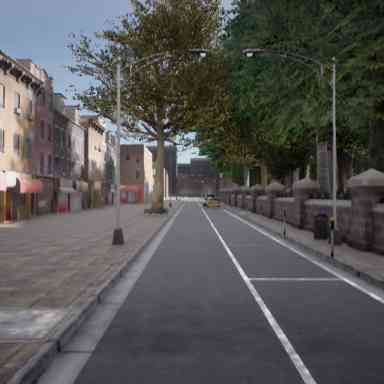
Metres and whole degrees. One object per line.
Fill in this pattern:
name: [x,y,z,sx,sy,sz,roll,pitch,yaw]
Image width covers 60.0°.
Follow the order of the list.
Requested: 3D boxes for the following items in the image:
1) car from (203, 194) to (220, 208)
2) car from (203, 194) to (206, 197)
car: [3.025,1.491,48.236,1.801,1.575,5.366,0,0,0]
car: [2.981,1.280,55.077,2.150,2.045,5.566,0,0,0]
